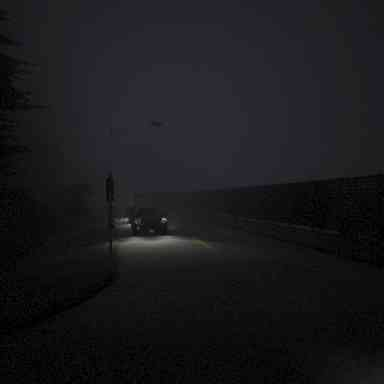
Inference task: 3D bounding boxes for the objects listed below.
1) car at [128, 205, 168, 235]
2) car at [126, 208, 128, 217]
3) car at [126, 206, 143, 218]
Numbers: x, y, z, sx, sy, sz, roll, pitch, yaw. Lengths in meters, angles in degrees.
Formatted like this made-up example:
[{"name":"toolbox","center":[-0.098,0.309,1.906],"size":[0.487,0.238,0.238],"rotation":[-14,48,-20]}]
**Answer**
[{"name":"car","center":[-2.879,1.786,21.947],"size":[2.097,1.767,4.553],"rotation":[-1,-1,-13]},{"name":"car","center":[-5.176,2.195,32.268],"size":[2.033,1.411,5.357],"rotation":[-1,-1,-13]},{"name":"car","center":[-7.385,2.456,42.304],"size":[1.895,1.301,4.718],"rotation":[-1,-1,-13]}]
